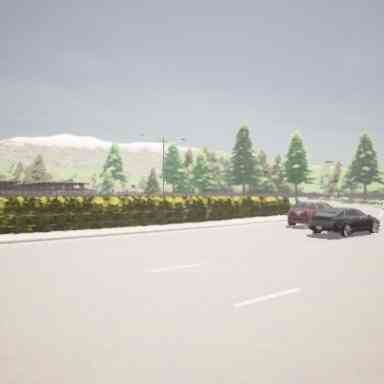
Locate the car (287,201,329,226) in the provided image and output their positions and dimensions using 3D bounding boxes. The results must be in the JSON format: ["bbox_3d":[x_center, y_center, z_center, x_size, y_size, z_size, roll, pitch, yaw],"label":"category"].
[{"bbox_3d":[8.655,1.455,22.819,4.553,1.767,2.097,0,0,-35],"label":"car"}]

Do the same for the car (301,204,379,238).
[{"bbox_3d":[8.467,1.594,18.385,4.892,1.490,1.837,0,0,-35],"label":"car"}]
